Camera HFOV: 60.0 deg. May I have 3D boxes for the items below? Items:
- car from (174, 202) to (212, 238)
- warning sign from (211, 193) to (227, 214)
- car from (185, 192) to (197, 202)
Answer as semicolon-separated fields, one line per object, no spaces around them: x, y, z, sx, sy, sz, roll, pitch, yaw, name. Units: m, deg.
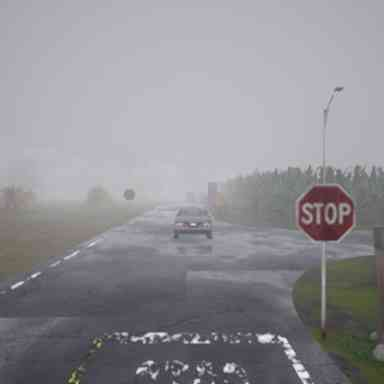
0.037;1.472;17.131;2.033;1.411;5.357;0;0;0;car
2.345;0.984;29.190;1.300;1.860;1.060;0;0;0;warning sign
-0.218;1.252;61.632;1.994;1.385;4.181;0;0;0;car
